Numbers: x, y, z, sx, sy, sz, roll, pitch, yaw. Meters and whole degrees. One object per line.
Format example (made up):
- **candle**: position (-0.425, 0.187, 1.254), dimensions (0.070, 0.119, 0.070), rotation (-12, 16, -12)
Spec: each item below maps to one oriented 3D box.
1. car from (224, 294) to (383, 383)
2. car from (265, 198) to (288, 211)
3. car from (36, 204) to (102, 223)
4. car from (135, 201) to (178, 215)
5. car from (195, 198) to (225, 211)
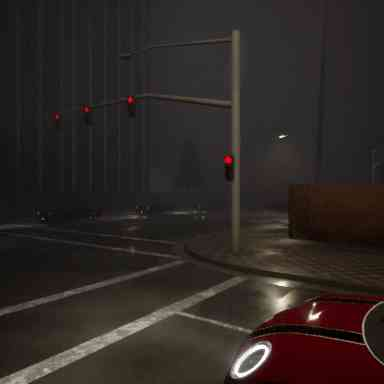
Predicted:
- **car**: position (2.449, 1.352, 2.211), dimensions (4.553, 1.767, 2.097), rotation (0, 0, 36)
- **car**: position (10.746, 1.492, 41.332), dimensions (2.128, 1.511, 4.902), rotation (0, 0, 36)
- **car**: position (-9.319, 1.601, 25.455), dimensions (1.895, 1.301, 4.718), rotation (0, 0, 35)
- **car**: position (-3.538, 1.601, 33.610), dimensions (1.895, 1.301, 4.718), rotation (0, 0, 35)
- **car**: position (2.306, 1.491, 41.820), dimensions (2.128, 1.511, 4.902), rotation (0, 0, 36)
